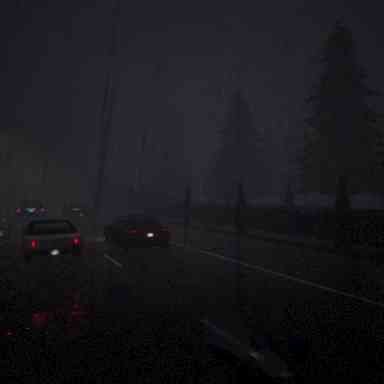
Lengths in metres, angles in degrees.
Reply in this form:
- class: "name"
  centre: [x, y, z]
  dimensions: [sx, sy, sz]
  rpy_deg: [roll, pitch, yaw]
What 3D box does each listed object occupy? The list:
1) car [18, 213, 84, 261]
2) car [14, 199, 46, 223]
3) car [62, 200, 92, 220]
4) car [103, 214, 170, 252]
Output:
- class: "car"
  centre: [-5.568, 1.724, 12.954]
  dimensions: [1.895, 1.301, 4.718]
  rpy_deg: [0, 0, -28]
- class: "car"
  centre: [-12.778, 1.338, 26.245]
  dimensions: [2.097, 1.767, 4.553]
  rpy_deg: [0, 2, -28]
- class: "car"
  centre: [-9.719, 1.459, 27.945]
  dimensions: [2.128, 1.511, 4.902]
  rpy_deg: [0, 2, -28]
- class: "car"
  centre: [-2.571, 1.670, 14.770]
  dimensions: [1.994, 1.385, 4.181]
  rpy_deg: [0, 0, -28]
